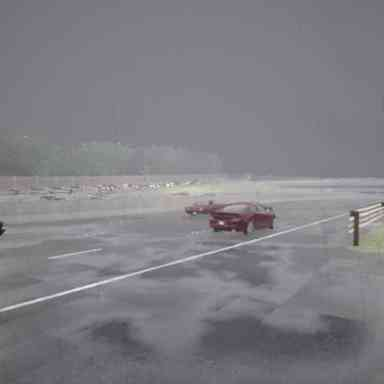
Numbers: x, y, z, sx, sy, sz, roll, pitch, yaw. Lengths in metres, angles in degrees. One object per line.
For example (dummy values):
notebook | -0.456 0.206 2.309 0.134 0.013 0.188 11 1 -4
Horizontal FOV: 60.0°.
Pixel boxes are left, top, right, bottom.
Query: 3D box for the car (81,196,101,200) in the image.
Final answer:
car | -12.046 1.166 38.807 1.895 1.301 4.718 1 1 36

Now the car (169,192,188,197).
car | -1.933 0.784 52.886 2.097 1.767 4.553 1 1 36

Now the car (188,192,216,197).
car | 1.937 1.014 46.256 1.837 1.490 4.892 1 0 36

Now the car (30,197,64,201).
car | -12.036 1.182 26.851 1.837 1.490 4.892 1 1 36

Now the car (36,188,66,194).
car | -23.214 -0.028 55.236 2.033 1.411 5.357 1 3 21

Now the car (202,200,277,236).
car | 2.814 1.285 17.353 1.882 1.535 5.008 1 1 36

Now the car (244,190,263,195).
car | 10.945 0.397 58.762 2.097 1.767 4.553 1 0 35

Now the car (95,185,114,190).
car | -18.027 -0.782 67.864 1.895 1.301 4.718 1 3 23

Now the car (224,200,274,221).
car | 4.442 1.337 25.430 1.895 1.301 4.718 1 1 36

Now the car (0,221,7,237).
car | -9.507 1.372 12.093 1.895 1.301 4.718 1 0 36

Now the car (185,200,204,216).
car | 1.513 1.312 27.353 1.895 1.301 4.718 1 1 36
